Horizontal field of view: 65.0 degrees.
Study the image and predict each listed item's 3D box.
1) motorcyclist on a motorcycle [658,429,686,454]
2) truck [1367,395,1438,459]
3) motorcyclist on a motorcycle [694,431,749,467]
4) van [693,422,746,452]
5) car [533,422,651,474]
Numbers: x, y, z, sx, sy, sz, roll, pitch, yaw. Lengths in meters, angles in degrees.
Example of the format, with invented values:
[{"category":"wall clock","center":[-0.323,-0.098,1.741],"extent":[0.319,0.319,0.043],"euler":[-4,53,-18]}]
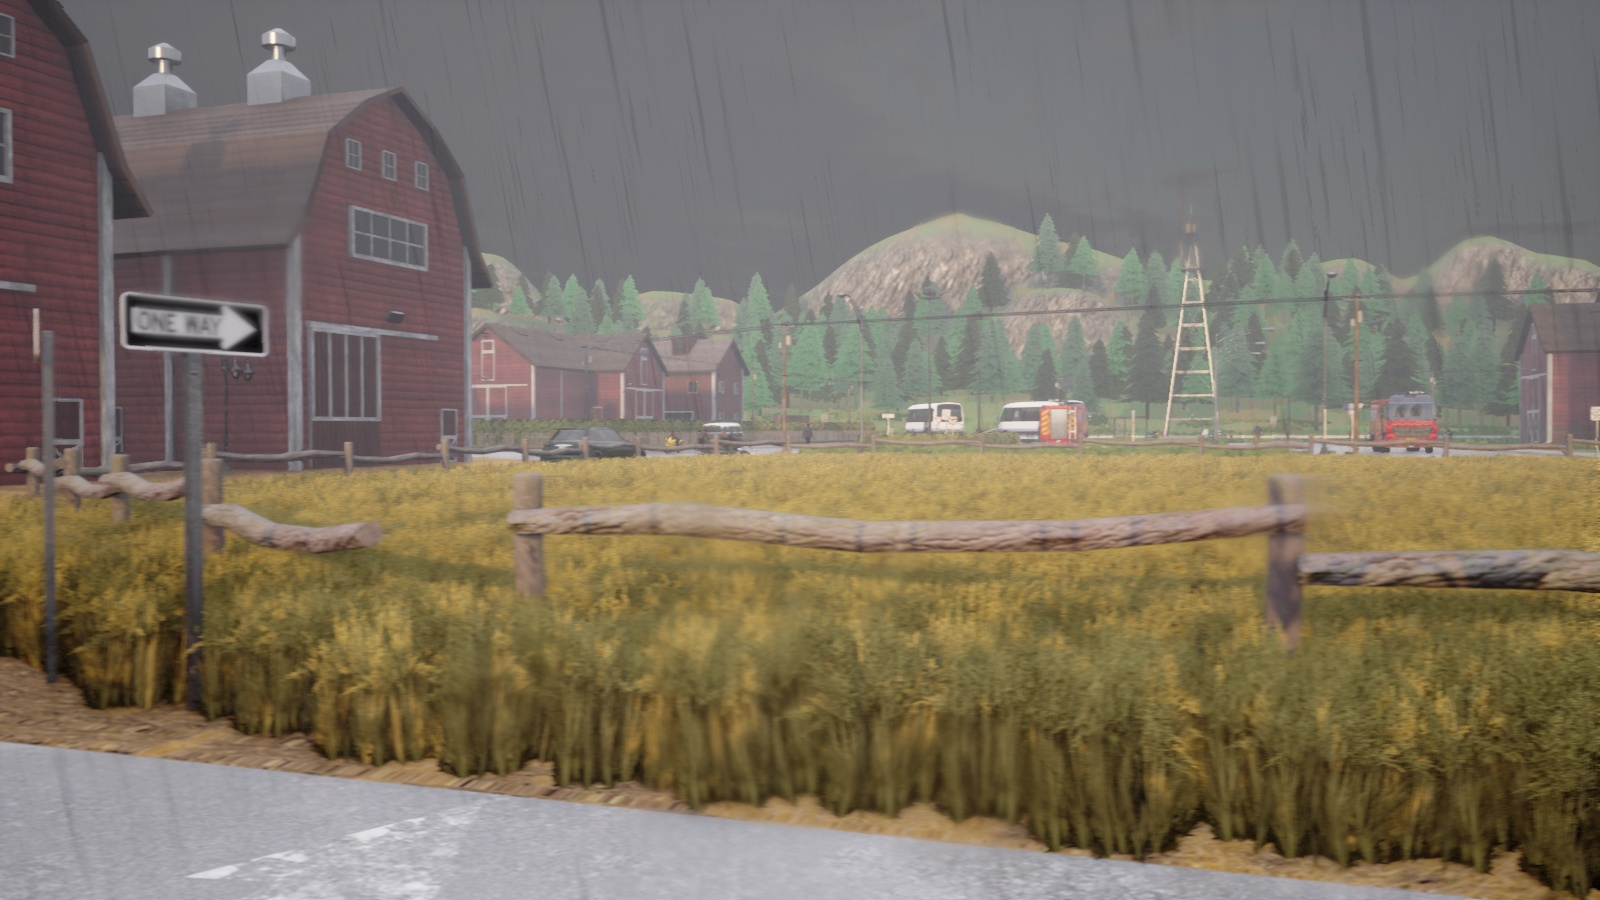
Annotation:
[{"category":"motorcyclist on a motorcycle","center":[-8.103,-0.543,79.404],"extent":[0.797,1.523,2.044],"euler":[1,1,26]},{"category":"truck","center":[37.986,-1.456,79.379],"extent":[2.891,3.827,8.468],"euler":[1,1,18]},{"category":"motorcyclist on a motorcycle","center":[-3.337,-0.047,53.417],"extent":[2.191,1.530,0.866],"euler":[0,2,-14]},{"category":"van","center":[-5.508,-0.904,86.401],"extent":[2.069,2.038,4.480],"euler":[1,1,19]},{"category":"car","center":[-7.429,-0.096,45.300],"extent":[2.097,1.767,4.553],"euler":[1,1,23]}]
